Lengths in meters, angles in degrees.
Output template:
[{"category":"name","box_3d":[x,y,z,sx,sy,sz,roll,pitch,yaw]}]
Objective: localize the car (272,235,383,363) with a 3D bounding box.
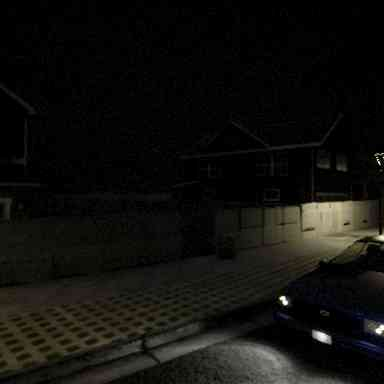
[{"category":"car","box_3d":[3.812,1.542,6.088,5.357,1.411,2.033,0,0,-38]}]
